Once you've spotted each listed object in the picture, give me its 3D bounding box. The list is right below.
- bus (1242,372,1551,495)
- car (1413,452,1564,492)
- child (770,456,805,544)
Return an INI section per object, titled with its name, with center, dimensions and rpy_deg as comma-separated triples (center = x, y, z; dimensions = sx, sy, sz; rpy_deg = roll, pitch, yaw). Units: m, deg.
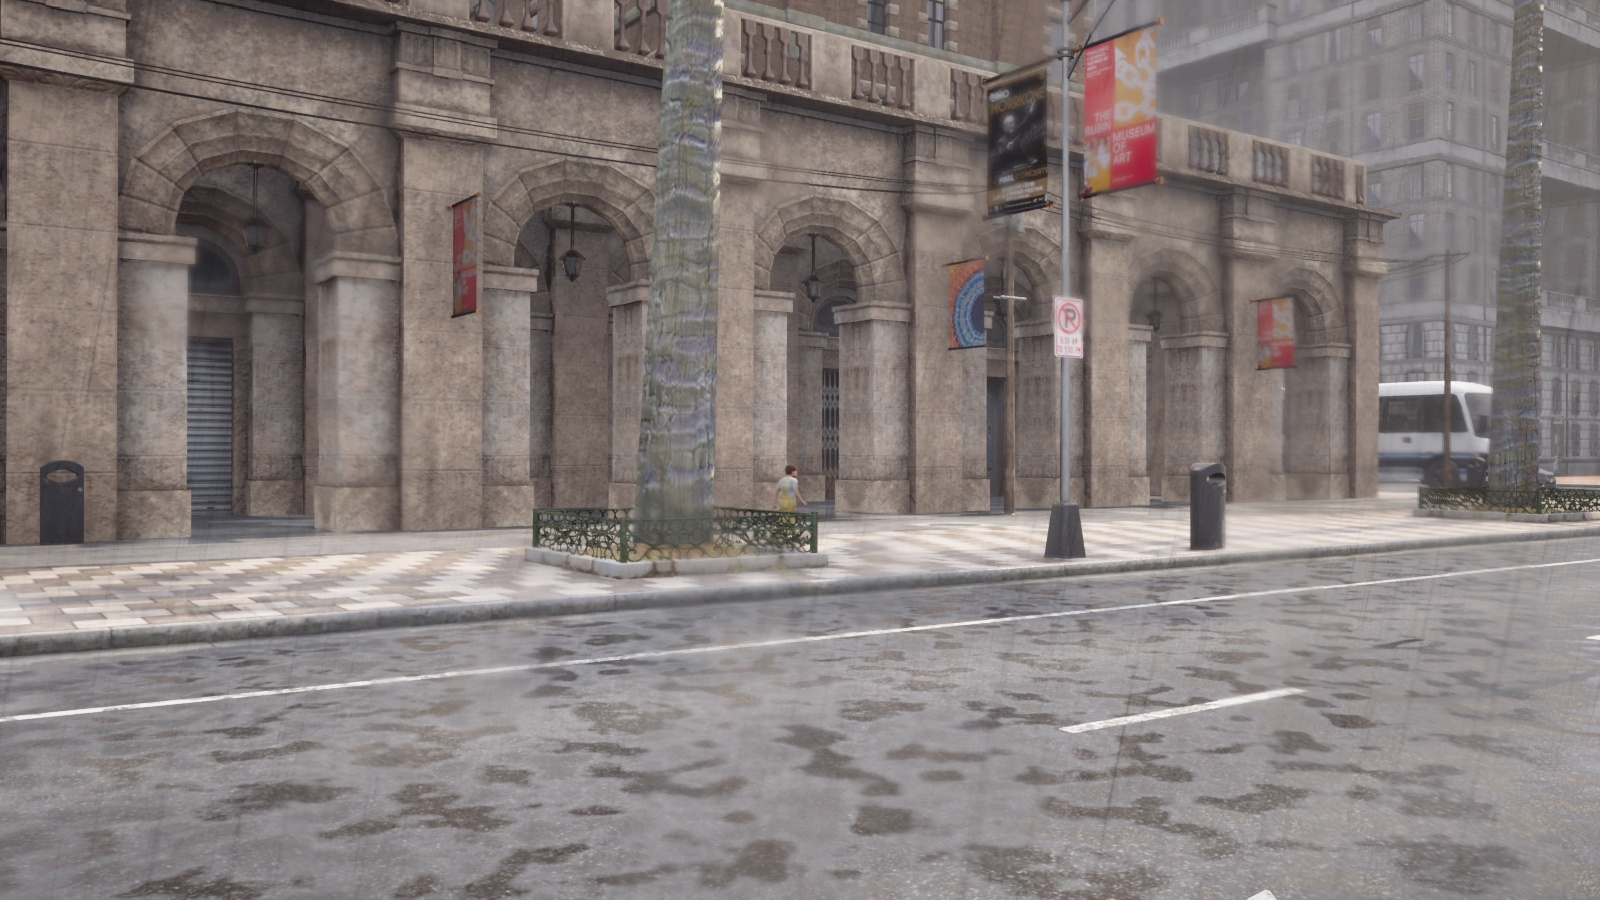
[bus]
center = 22.863, -0.560, 48.917
dimensions = 3.944, 4.253, 10.273
rpy_deg = 0, 0, -35
[car]
center = 26.913, 0.813, 49.256
dimensions = 1.837, 1.490, 4.892
rpy_deg = 0, 0, -34
[child]
center = -0.180, 0.727, 18.414
dimensions = 0.437, 1.263, 0.270
rpy_deg = 0, 0, -35
